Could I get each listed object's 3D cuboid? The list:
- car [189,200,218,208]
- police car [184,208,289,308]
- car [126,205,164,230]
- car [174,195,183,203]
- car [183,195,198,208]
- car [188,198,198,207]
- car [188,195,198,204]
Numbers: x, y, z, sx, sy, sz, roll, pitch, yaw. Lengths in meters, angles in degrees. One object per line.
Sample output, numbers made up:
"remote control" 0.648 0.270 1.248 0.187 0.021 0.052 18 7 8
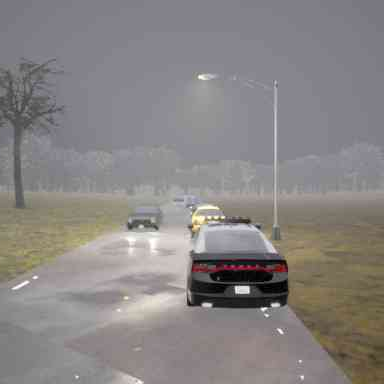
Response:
"car" 0.867 1.439 18.197 1.801 1.575 5.366 0 0 0
"police car" 0.843 1.420 8.117 1.930 1.638 5.238 0 0 0
"car" -2.803 1.527 21.066 2.033 1.411 5.357 0 0 0
"car" -2.601 1.314 65.543 1.882 1.535 5.008 0 0 0
"car" 0.139 1.466 45.845 2.033 1.411 5.357 0 0 1
"car" 0.880 1.453 24.008 1.882 1.535 5.008 0 0 0
"car" 0.144 1.373 63.165 1.812 1.442 4.674 0 0 0
